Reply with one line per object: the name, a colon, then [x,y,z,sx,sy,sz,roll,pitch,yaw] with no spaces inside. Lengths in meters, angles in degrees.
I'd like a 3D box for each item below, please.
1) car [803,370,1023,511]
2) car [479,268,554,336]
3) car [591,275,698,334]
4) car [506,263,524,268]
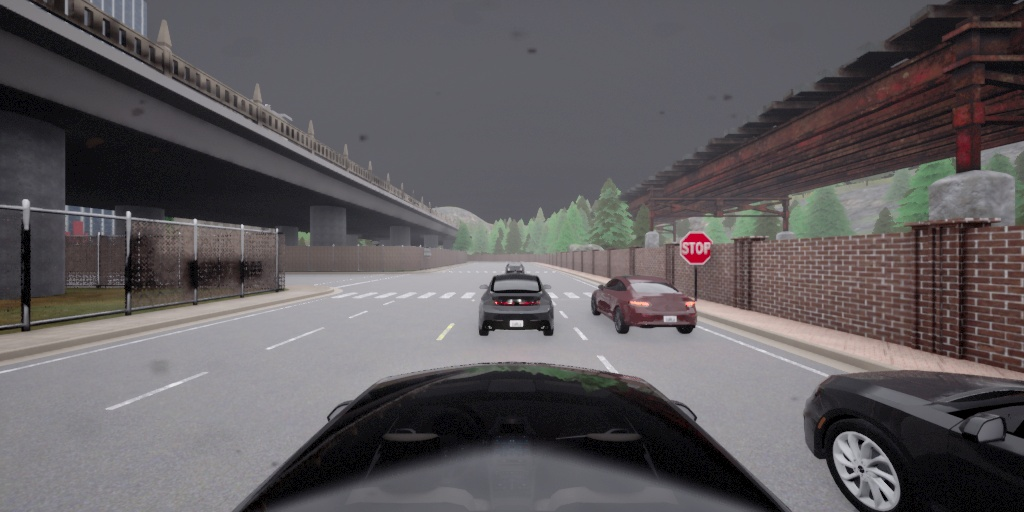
car: [3.600,1.255,1.286,1.837,1.490,4.892,0,0,0]
car: [0.105,1.255,10.378,1.837,1.490,4.892,0,0,0]
car: [3.626,1.276,10.504,1.812,1.442,4.674,0,0,0]
car: [0.289,1.351,38.232,1.895,1.301,4.718,0,0,0]
